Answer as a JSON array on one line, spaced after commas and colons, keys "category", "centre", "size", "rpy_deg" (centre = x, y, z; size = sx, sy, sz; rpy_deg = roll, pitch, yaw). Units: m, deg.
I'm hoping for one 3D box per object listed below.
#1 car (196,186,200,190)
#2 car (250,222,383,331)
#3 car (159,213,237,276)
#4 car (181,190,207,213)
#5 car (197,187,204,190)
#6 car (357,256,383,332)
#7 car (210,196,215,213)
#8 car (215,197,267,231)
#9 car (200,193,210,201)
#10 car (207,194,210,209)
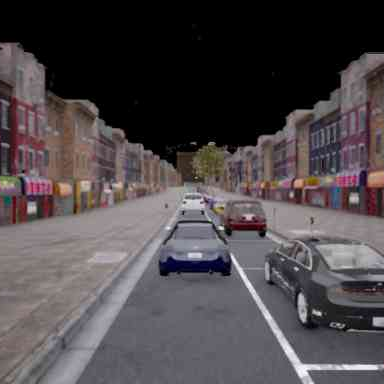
[{"category": "car", "centre": [2.703, 0.173, 90.152], "size": [2.192, 1.841, 5.009], "rpy_deg": [2, 2, 0]}, {"category": "car", "centre": [2.639, 1.559, 6.786], "size": [2.008, 1.369, 4.403], "rpy_deg": [0, 0, 0]}, {"category": "car", "centre": [0.087, 1.572, 10.445], "size": [1.994, 1.385, 4.181], "rpy_deg": [0, 0, 0]}, {"category": "car", "centre": [0.112, 1.119, 33.204], "size": [2.150, 2.045, 5.566], "rpy_deg": [0, 0, 0]}, {"category": "car", "centre": [2.695, 0.472, 79.036], "size": [2.192, 1.841, 5.009], "rpy_deg": [1, 1, 0]}, {"category": "car", "centre": [2.634, 1.443, 1.229], "size": [1.967, 1.590, 4.097], "rpy_deg": [0, 0, 0]}, {"category": "car", "centre": [3.038, 1.361, 32.391], "size": [1.801, 1.575, 5.366], "rpy_deg": [0, 0, 0]}, {"category": "car", "centre": [2.647, 1.304, 17.900], "size": [2.192, 1.841, 5.009], "rpy_deg": [0, 0, 0]}, {"category": "car", "centre": [2.682, 0.930, 68.094], "size": [1.752, 1.417, 4.829], "rpy_deg": [1, 1, 0]}, {"category": "car", "centre": [3.031, 1.318, 39.199], "size": [1.882, 1.535, 5.008], "rpy_deg": [0, 1, 0]}]
